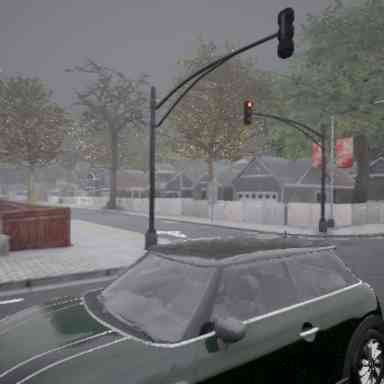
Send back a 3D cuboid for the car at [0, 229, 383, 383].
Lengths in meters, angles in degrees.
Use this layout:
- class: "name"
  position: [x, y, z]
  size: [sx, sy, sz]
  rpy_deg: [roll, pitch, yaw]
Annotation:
- class: "car"
  position: [0.078, 1.358, 3.589]
  size: [4.553, 1.767, 2.097]
  rpy_deg: [1, 0, -35]
